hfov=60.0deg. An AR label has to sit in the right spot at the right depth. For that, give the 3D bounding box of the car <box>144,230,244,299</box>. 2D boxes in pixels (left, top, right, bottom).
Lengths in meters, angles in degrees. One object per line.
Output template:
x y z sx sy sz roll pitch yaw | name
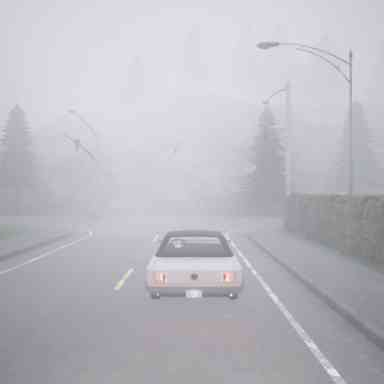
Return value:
0.061 1.600 8.382 1.895 1.301 4.718 0 0 0 | car
